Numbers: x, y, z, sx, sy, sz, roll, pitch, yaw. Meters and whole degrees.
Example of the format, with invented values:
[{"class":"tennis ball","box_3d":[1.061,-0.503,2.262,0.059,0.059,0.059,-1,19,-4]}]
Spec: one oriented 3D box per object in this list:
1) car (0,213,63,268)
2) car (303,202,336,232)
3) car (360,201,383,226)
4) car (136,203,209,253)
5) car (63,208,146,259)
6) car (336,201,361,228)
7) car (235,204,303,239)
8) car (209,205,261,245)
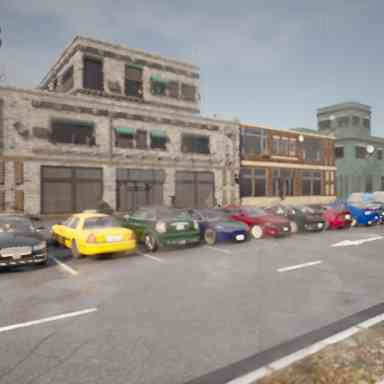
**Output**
[{"class":"car","box_3d":[-6.116,1.472,10.913,2.231,1.521,4.892,0,0,-35]},{"class":"car","box_3d":[5.117,1.417,18.878,2.231,1.521,4.892,0,0,-35]},{"class":"car","box_3d":[9.749,1.399,22.170,2.097,1.535,5.008,0,0,-35]},{"class":"car","box_3d":[-1.661,1.321,14.036,2.185,1.767,4.553,0,0,-36]},{"class":"car","box_3d":[-3.954,1.455,12.669,1.946,1.575,5.366,0,0,-35]},{"class":"car","box_3d":[7.361,1.436,20.516,2.163,1.488,4.792,0,0,-35]},{"class":"car","box_3d":[2.844,1.425,17.278,2.097,1.535,5.008,0,0,-35]},{"class":"car","box_3d":[0.600,1.465,15.641,2.163,1.488,4.792,0,0,-35]}]
